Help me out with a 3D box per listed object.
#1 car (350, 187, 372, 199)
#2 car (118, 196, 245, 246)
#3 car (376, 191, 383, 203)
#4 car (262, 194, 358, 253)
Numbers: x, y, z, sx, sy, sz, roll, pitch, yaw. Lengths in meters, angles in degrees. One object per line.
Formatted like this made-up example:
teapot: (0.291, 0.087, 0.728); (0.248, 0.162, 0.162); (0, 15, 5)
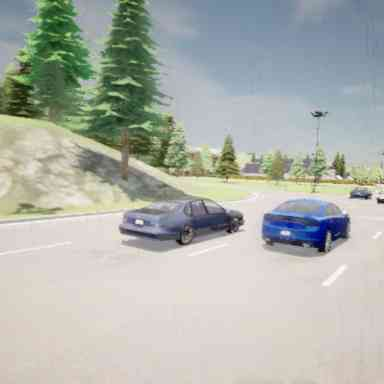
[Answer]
car: (20.601, 0.114, 40.490); (1.994, 1.385, 4.181); (5, 4, 36)
car: (-0.068, 0.866, 11.713); (2.033, 1.411, 5.357); (5, 4, 36)
car: (19.960, 0.509, 33.616); (1.895, 1.301, 4.718); (5, 4, 36)
car: (4.149, 0.974, 11.586); (1.882, 1.535, 5.008); (5, 4, 36)
